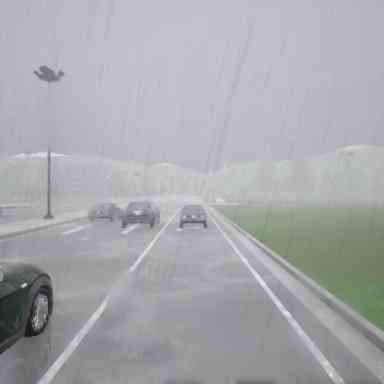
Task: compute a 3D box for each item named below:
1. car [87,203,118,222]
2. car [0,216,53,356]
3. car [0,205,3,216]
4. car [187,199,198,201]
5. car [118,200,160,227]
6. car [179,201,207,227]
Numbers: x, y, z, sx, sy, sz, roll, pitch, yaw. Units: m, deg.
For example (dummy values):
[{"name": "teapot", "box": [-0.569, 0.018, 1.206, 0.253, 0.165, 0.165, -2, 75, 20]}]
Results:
[{"name": "car", "box": [-6.908, 1.594, 27.027, 2.033, 1.411, 5.357, 0, 0, 0]}, {"name": "car", "box": [-3.398, 1.359, 3.814, 2.097, 1.767, 4.553, 0, 0, 0]}, {"name": "car", "box": [-18.526, 1.557, 29.094, 1.837, 1.490, 4.892, 0, -1, 0]}, {"name": "car", "box": [0.072, 1.595, 39.459, 1.812, 1.442, 4.674, 0, 0, 0]}, {"name": "car", "box": [-3.407, 1.392, 22.975, 2.097, 1.767, 4.553, 0, 0, 0]}, {"name": "car", "box": [0.093, 1.588, 23.298, 2.033, 1.411, 5.357, 0, 0, 0]}]
